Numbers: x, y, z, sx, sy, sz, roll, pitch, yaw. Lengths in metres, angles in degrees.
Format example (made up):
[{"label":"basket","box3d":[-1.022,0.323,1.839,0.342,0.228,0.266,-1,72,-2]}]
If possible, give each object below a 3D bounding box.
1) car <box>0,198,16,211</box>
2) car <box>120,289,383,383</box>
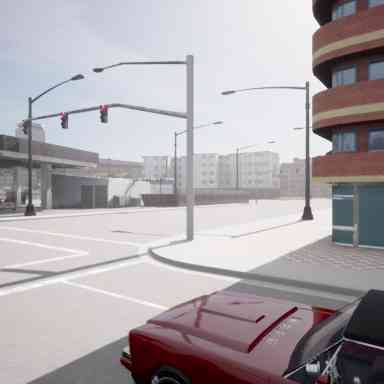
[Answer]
[{"label":"car","box3d":[-22.264,1.456,38.800,3.806,1.475,1.970,0,0,36]},{"label":"car","box3d":[1.589,1.601,2.840,4.718,1.301,1.895,0,0,36]}]
